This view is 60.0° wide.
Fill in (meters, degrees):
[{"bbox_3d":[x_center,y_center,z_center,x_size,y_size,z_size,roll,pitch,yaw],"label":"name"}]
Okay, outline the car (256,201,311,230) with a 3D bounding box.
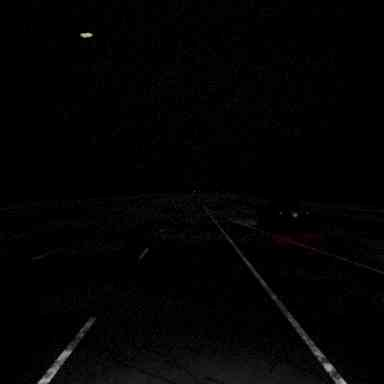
[{"bbox_3d":[5.571,1.327,20.856,2.097,1.767,4.553,0,0,-7],"label":"car"}]
